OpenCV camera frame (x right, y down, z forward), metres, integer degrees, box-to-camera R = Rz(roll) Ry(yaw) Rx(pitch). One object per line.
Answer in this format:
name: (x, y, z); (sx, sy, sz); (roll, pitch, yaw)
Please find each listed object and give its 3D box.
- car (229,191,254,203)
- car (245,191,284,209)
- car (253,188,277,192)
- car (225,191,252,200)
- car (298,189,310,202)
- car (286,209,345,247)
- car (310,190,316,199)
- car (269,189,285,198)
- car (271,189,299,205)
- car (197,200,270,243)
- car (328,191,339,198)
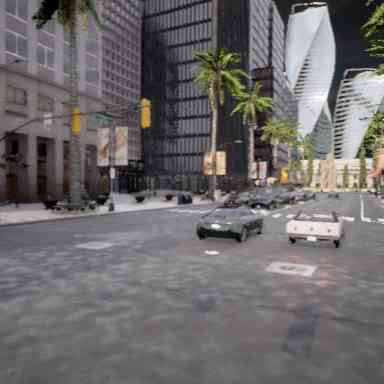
car: (7.248, 0.648, 47.987); (2.161, 1.482, 4.786); (1, 1, 26)
car: (7.543, 0.957, 34.065); (2.033, 1.411, 5.357); (1, 1, 27)
car: (9.384, 0.434, 45.196); (2.150, 2.045, 5.566); (1, 1, 27)
car: (5.092, 0.890, 36.959); (1.994, 1.385, 4.181); (1, 1, 27)
car: (16.618, 0.692, 51.611); (1.812, 1.442, 4.674); (1, 1, 27)
car: (5.385, 1.377, 14.075); (1.895, 1.301, 4.718); (1, 1, 27)
car: (21.284, 0.393, 60.679); (2.097, 1.767, 4.553); (1, 1, 27)
car: (17.301, 0.219, 67.474); (2.185, 1.767, 4.553); (1, 1, 26)
car: (12.002, 0.768, 42.673); (1.882, 1.535, 5.008); (1, 1, 28)
car: (1.848, 1.287, 14.837); (1.994, 1.385, 4.181); (1, 1, 27)
car: (29.527, 0.501, 69.383); (2.033, 1.411, 5.357); (1, 1, 26)
